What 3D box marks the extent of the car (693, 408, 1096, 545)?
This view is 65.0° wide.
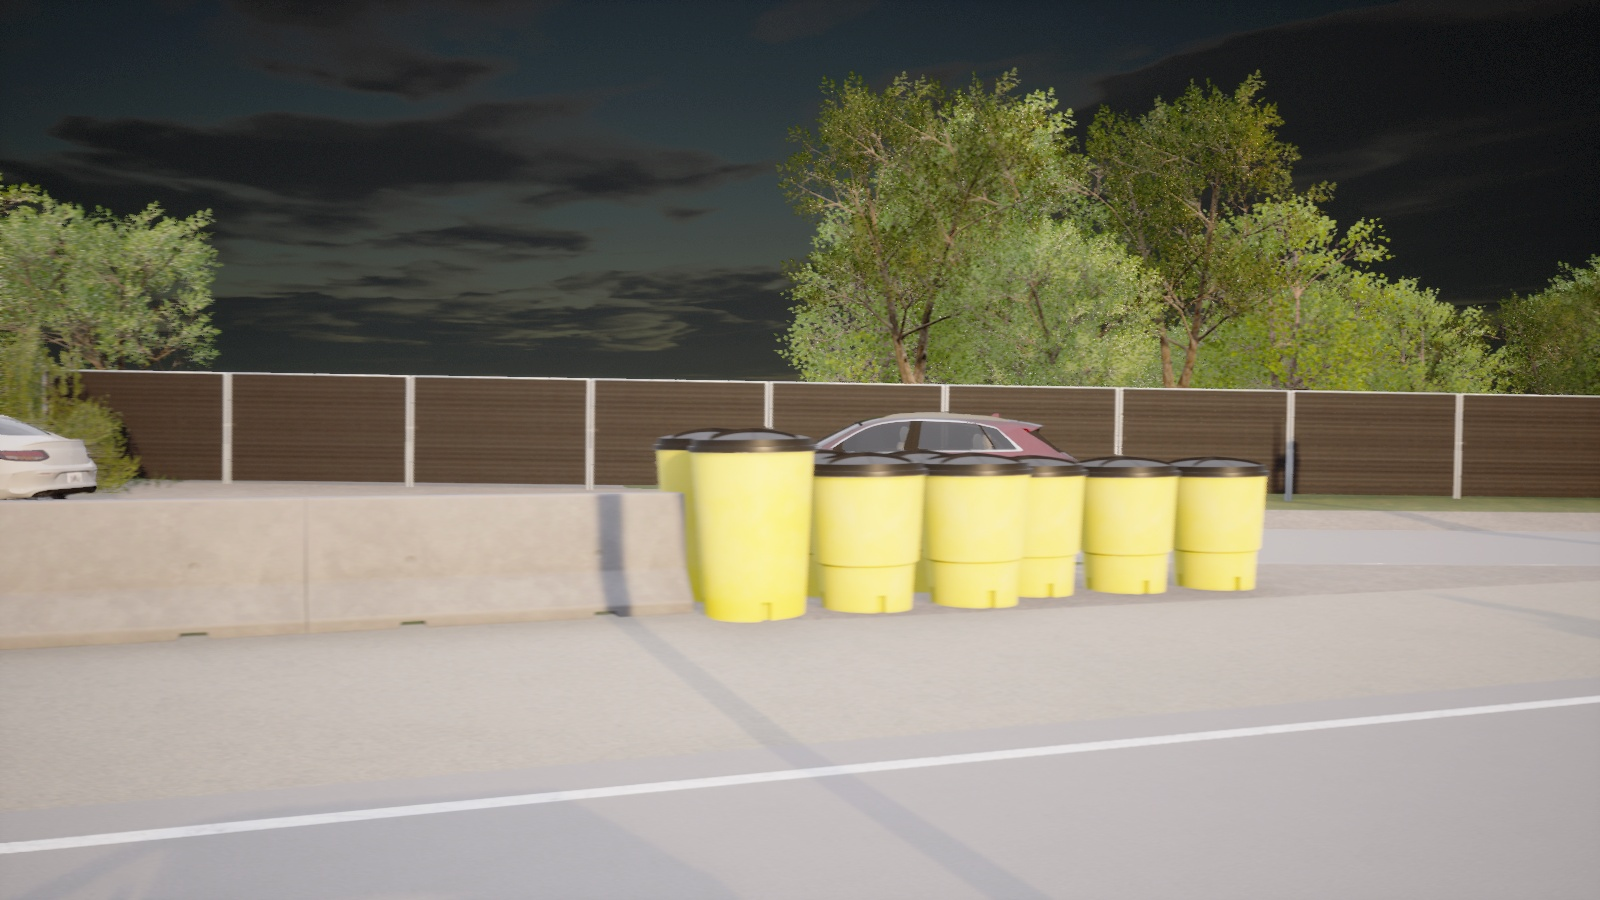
[{"bbox_3d":[1.142,0.295,16.186,4.856,1.649,2.033,0,1,0],"label":"car"}]

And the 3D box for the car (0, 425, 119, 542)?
[{"bbox_3d":[-11.850,0.401,16.668,4.674,1.442,1.812,0,2,4],"label":"car"}]
